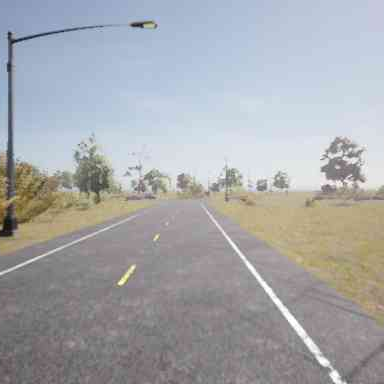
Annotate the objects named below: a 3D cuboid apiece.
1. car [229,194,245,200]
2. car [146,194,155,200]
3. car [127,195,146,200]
[{"bbox_3d":[12.706,1.398,94.355,4.553,1.767,2.097,0,0,-2],"label":"car"},{"bbox_3d":[-12.913,1.423,93.675,5.008,1.535,1.882,0,0,-2],"label":"car"},{"bbox_3d":[-14.775,1.501,86.619,4.181,1.385,1.994,0,0,-2],"label":"car"}]
